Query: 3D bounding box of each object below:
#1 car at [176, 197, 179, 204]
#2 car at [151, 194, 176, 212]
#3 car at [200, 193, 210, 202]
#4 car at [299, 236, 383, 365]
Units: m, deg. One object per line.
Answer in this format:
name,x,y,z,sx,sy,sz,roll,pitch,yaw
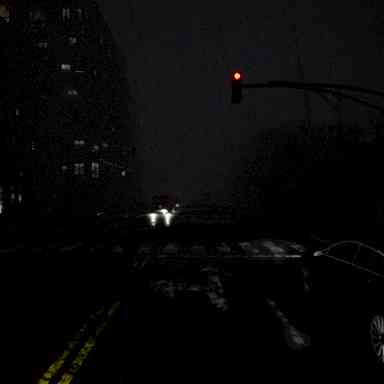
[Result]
car,-3.427,1.502,48.851,2.128,1.511,4.902,0,0,0
car,-3.412,1.227,38.529,2.150,2.045,5.566,0,0,0
car,3.123,1.257,78.186,2.150,2.045,5.566,0,0,0
car,3.341,1.491,5.654,2.128,1.511,4.902,0,0,0
